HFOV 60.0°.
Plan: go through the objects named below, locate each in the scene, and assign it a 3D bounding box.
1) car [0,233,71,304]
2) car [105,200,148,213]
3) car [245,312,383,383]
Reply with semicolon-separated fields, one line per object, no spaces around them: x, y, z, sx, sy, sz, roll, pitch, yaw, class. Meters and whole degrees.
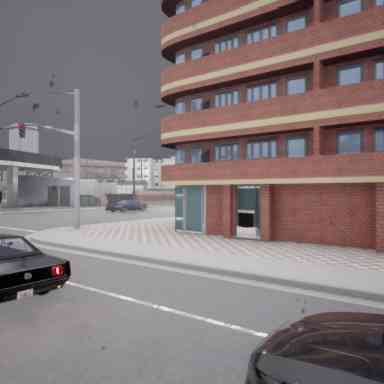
-4.883;1.599;7.460;4.718;1.301;1.895;0;0;36;car
-7.299;1.569;37.836;2.033;1.411;5.357;0;0;35;car
2.699;1.514;2.070;4.892;1.490;1.837;0;0;35;car
